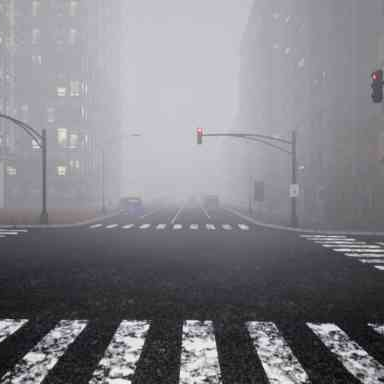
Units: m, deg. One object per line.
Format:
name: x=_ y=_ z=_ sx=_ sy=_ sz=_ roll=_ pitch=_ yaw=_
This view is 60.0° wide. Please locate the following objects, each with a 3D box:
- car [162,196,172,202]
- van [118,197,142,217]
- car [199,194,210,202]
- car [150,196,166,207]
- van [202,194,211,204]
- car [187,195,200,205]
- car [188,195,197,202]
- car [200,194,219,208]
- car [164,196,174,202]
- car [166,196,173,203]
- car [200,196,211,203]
car: x=-5.613 y=1.559 z=74.883 sx=1.752 sy=1.417 sz=4.829 roll=0 pitch=0 yaw=0
van: x=-5.658 y=1.347 z=30.646 sx=1.690 sy=1.788 sz=3.998 roll=0 pitch=0 yaw=0
car: x=2.768 y=1.349 z=75.045 sx=2.192 sy=1.841 sz=5.009 roll=0 pitch=0 yaw=0
car: x=-5.635 y=1.543 z=52.679 sx=1.752 sy=1.417 sz=4.829 roll=0 pitch=0 yaw=0
van: x=2.756 y=1.366 z=63.944 sx=1.690 sy=1.788 sz=3.998 roll=0 pitch=0 yaw=0
car: x=0.067 y=1.623 z=60.165 sx=1.895 sy=1.301 sz=4.718 roll=0 pitch=0 yaw=0
car: x=0.076 y=1.380 z=70.141 sx=1.837 sy=1.490 sz=4.892 roll=0 pitch=0 yaw=0
car: x=2.739 y=1.330 z=47.291 sx=2.192 sy=1.841 sz=5.009 roll=0 pitch=0 yaw=0
car: x=-5.606 y=1.590 z=80.604 sx=2.008 sy=1.369 sz=4.403 roll=0 pitch=0 yaw=0
car: x=-5.618 y=1.469 z=69.502 sx=1.967 sy=1.590 sz=4.097 roll=0 pitch=0 yaw=0
car: x=2.763 y=1.580 z=69.494 sx=2.008 sy=1.369 sz=4.403 roll=0 pitch=0 yaw=0
